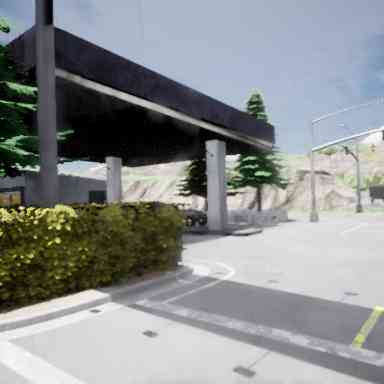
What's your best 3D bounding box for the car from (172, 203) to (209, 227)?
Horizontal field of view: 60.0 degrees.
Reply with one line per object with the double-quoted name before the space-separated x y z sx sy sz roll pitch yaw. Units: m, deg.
"car" -0.655 1.800 26.725 3.866 1.878 1.905 -3 -1 38
